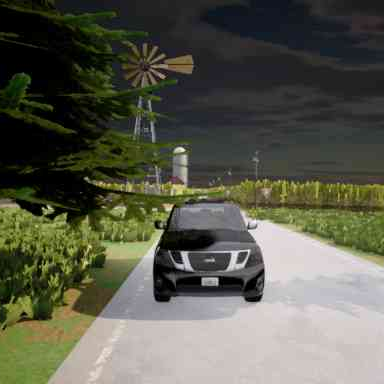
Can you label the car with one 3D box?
[{"bbox_3d":[0.332,1.221,8.601,2.150,2.045,5.566,0,0,0],"label":"car"}]
